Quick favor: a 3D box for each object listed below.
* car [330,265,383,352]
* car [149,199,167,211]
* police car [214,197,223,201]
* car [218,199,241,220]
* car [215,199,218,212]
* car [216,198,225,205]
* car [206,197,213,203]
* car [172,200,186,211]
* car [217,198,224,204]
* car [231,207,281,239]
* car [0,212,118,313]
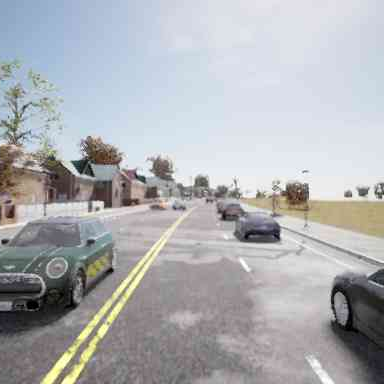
[{"bbox_3d":[3.378,1.547,4.069,1.837,1.490,4.892,0,-1,0],"label":"car"},{"bbox_3d":[-5.133,1.846,50.376,2.097,1.767,4.553,0,-1,4],"label":"car"},{"bbox_3d":[4.886,1.947,53.771,1.930,1.638,5.238,0,-1,3],"label":"police car"},{"bbox_3d":[3.830,1.741,31.799,2.033,1.649,4.856,0,-1,2],"label":"car"},{"bbox_3d":[4.288,1.979,42.732,1.994,1.385,4.181,0,-1,3],"label":"car"},{"bbox_3d":[6.455,2.242,75.491,1.837,1.490,4.892,0,-1,5],"label":"car"},{"bbox_3d":[5.063,2.227,95.470,2.097,1.767,4.553,0,-1,6],"label":"car"},{"bbox_3d":[-1.902,1.980,50.017,2.128,1.511,4.902,0,-1,4],"label":"car"},{"bbox_3d":[7.439,2.327,86.390,1.882,1.535,5.008,0,-1,6],"label":"car"},{"bbox_3d":[3.584,1.747,18.674,1.994,1.385,4.181,0,0,0],"label":"car"},{"bbox_3d":[-3.289,1.430,8.087,2.097,1.767,4.553,0,-1,1],"label":"car"}]
